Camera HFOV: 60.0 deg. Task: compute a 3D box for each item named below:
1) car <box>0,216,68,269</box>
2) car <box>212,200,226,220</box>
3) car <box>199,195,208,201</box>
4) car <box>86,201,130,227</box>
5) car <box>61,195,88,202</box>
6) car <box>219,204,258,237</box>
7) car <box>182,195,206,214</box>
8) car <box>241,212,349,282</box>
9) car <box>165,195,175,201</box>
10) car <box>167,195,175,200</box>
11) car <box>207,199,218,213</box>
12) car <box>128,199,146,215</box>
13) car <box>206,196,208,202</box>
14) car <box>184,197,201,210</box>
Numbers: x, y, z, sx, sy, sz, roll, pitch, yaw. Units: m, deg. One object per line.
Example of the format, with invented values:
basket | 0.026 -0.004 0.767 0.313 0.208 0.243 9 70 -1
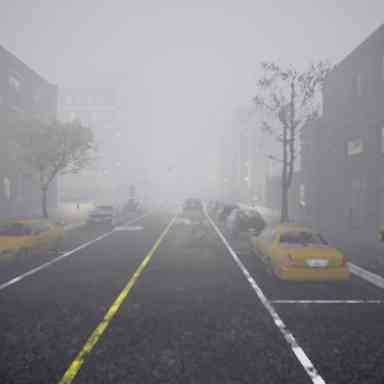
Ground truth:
car | -5.754 1.521 11.220 1.752 1.417 4.829 1 0 0
car | 2.822 1.559 25.375 1.947 1.339 4.313 0 0 0
car | 2.793 1.443 80.849 1.967 1.590 4.097 0 0 0
car | -5.810 1.543 22.455 2.008 1.369 4.403 1 0 0
car | -20.007 1.153 56.710 4.507 1.381 1.887 1 -2 -1
car | 2.795 1.545 17.830 2.008 1.369 4.403 0 0 0
car | 0.094 1.344 34.809 2.097 1.767 4.553 0 0 0
car | 2.756 1.522 9.609 1.752 1.417 4.829 0 0 0
car | -5.790 1.547 82.070 1.887 1.381 4.507 0 0 0
car | -5.702 1.561 92.172 2.008 1.369 4.403 0 0 0
car | 2.820 1.574 34.377 1.802 1.307 4.206 0 0 0
car | -5.818 1.431 33.274 1.967 1.590 4.097 1 0 0
car | 2.818 1.537 43.378 1.887 1.381 4.507 0 0 0
car | 0.092 1.483 44.870 2.128 1.511 4.902 0 0 0
